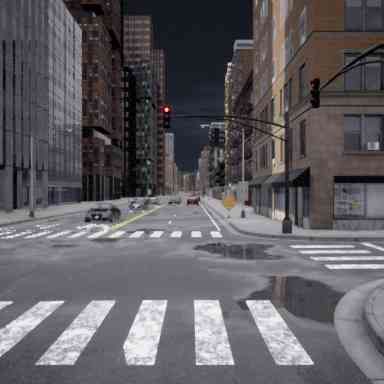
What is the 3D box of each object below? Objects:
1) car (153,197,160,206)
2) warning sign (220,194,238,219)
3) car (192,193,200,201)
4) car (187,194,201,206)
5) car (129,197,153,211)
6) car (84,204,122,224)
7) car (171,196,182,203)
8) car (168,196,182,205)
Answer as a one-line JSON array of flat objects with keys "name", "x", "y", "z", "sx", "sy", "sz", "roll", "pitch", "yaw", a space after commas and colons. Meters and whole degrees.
[{"name": "car", "x": -6.542, "y": 1.539, "z": 55.264, "sx": 1.812, "sy": 1.442, "sz": 4.674, "roll": 0, "pitch": 0, "yaw": 1}, {"name": "warning sign", "x": 2.853, "y": 1.118, "z": 25.648, "sx": 1.300, "sy": 1.860, "sz": 1.060, "roll": 0, "pitch": 0, "yaw": 0}, {"name": "car", "x": 0.975, "y": 1.266, "z": 85.682, "sx": 2.150, "sy": 2.045, "sz": 5.566, "roll": 0, "pitch": 0, "yaw": 0}, {"name": "car", "x": 0.100, "y": 1.492, "z": 54.838, "sx": 1.882, "sy": 1.535, "sz": 5.008, "roll": 0, "pitch": 0, "yaw": 0}, {"name": "car", "x": -6.594, "y": 1.500, "z": 41.715, "sx": 2.128, "sy": 1.511, "sz": 4.902, "roll": 0, "pitch": 0, "yaw": 0}, {"name": "car", "x": -6.600, "y": 1.565, "z": 25.030, "sx": 1.994, "sy": 1.385, "sz": 4.181, "roll": 0, "pitch": 0, "yaw": 0}, {"name": "car", "x": -3.154, "y": 1.572, "z": 69.638, "sx": 2.033, "sy": 1.411, "sz": 5.357, "roll": 0, "pitch": 0, "yaw": 0}, {"name": "car", "x": -3.151, "y": 1.618, "z": 59.379, "sx": 1.895, "sy": 1.301, "sz": 4.718, "roll": 0, "pitch": 0, "yaw": 0}]
